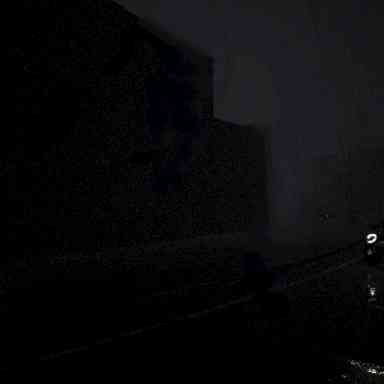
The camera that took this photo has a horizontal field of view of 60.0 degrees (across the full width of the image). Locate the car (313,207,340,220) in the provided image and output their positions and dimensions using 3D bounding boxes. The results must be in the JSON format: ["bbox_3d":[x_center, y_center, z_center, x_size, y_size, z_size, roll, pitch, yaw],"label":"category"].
[{"bbox_3d":[21.335,3.348,53.114,2.150,2.045,5.566,-2,-3,-4],"label":"car"}]

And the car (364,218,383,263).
[{"bbox_3d":[7.708,1.554,11.947,2.097,1.767,4.553,-1,-2,39],"label":"car"}]
